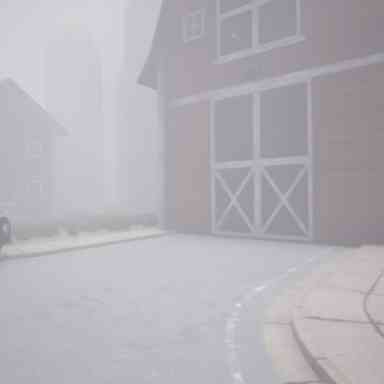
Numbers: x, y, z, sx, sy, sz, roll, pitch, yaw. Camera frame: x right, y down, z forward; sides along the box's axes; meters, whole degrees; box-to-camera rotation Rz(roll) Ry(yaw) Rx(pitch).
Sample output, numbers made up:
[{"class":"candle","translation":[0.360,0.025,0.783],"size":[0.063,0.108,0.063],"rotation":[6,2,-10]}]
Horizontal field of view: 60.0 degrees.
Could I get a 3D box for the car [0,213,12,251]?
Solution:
[{"class":"car","translation":[-7.714,1.311,10.182],"size":[3.866,1.878,1.905],"rotation":[-2,5,-7]}]
